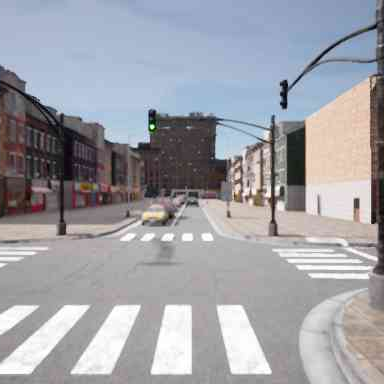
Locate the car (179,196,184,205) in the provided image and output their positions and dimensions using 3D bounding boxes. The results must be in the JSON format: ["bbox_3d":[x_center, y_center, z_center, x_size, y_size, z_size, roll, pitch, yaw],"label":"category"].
[{"bbox_3d":[-2.615,1.708,51.612,1.752,1.417,4.829,0,0,0],"label":"car"}]

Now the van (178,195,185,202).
[{"bbox_3d":[-2.601,1.665,84.448,1.690,1.788,3.998,0,0,0],"label":"van"}]

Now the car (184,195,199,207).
[{"bbox_3d":[0.022,1.551,55.093,2.097,1.767,4.553,0,0,0],"label":"car"}]

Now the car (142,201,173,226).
[{"bbox_3d":[-2.625,1.598,24.393,1.752,1.417,4.829,0,0,0],"label":"car"}]

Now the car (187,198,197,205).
[{"bbox_3d":[0.026,1.846,65.273,1.895,1.301,4.718,0,0,0],"label":"car"}]

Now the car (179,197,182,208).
[{"bbox_3d":[-2.619,1.687,40.894,2.008,1.369,4.403,0,0,0],"label":"car"}]

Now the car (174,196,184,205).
[{"bbox_3d":[-2.608,1.698,68.115,1.967,1.590,4.097,0,0,0],"label":"car"}]

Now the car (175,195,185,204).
[{"bbox_3d":[-2.605,1.596,73.560,2.192,1.841,5.009,0,0,0],"label":"car"}]

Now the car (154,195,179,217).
[{"bbox_3d":[-2.621,1.408,30.006,2.192,1.841,5.009,0,0,0],"label":"car"}]
